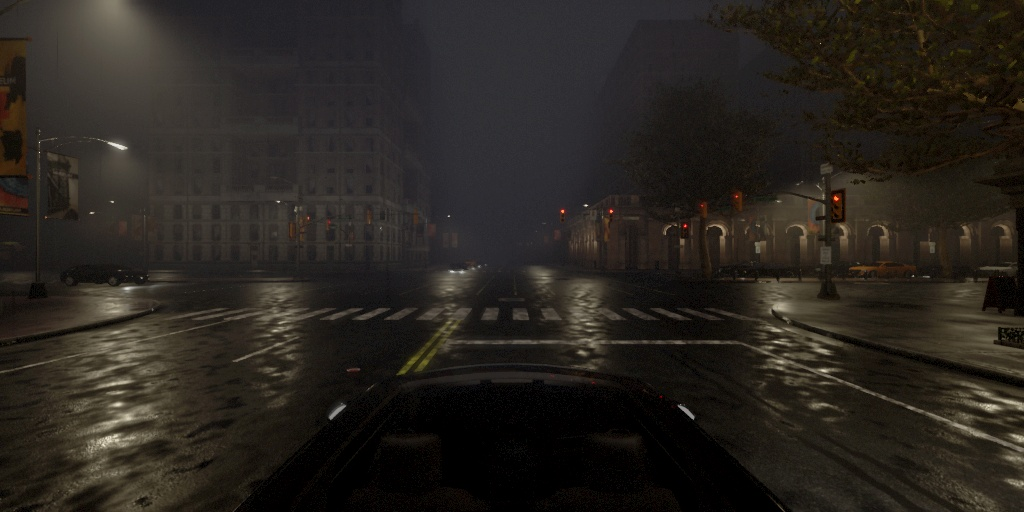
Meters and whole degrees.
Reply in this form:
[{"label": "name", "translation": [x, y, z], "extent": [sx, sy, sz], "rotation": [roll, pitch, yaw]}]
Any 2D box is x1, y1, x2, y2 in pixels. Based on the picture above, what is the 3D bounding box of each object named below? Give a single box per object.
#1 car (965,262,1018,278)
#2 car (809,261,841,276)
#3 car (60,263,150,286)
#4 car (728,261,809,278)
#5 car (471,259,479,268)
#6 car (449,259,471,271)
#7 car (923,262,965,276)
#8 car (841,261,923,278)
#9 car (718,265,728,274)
[{"label": "car", "translation": [44.568, 1.276, 32.305], "extent": [4.674, 1.442, 1.812], "rotation": [0, 0, 0]}, {"label": "car", "translation": [32.885, 1.241, 35.872], "extent": [4.902, 1.511, 2.128], "rotation": [0, 0, 0]}, {"label": "car", "translation": [-27.647, 1.255, 24.430], "extent": [4.892, 1.490, 1.837], "rotation": [0, 0, 0]}, {"label": "car", "translation": [23.088, 1.297, 32.412], "extent": [5.357, 1.411, 2.033], "rotation": [0, 0, 0]}, {"label": "car", "translation": [-7.164, 1.228, 61.092], "extent": [1.882, 1.535, 5.008], "rotation": [0, 0, 0]}, {"label": "car", "translation": [-7.239, 1.314, 48.926], "extent": [1.994, 1.385, 4.181], "rotation": [0, 0, 2]}, {"label": "car", "translation": [43.119, 1.314, 35.814], "extent": [4.181, 1.385, 1.994], "rotation": [0, 0, 1]}, {"label": "car", "translation": [33.330, 1.228, 32.367], "extent": [5.008, 1.535, 1.882], "rotation": [0, 0, 0]}, {"label": "car", "translation": [23.289, 1.241, 35.911], "extent": [4.902, 1.511, 2.128], "rotation": [0, 0, 0]}]
